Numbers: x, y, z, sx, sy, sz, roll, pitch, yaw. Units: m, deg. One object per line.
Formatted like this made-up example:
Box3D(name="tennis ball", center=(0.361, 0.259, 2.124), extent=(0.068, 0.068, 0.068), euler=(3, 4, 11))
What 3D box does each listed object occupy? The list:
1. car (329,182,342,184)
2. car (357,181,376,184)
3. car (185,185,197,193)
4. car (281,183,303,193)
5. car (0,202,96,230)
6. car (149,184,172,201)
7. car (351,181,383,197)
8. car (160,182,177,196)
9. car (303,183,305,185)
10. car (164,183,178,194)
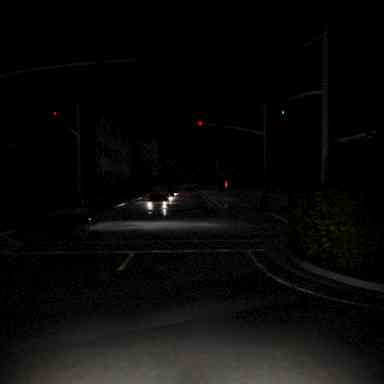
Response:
Box3D(name="car", center=(25.304, -1.036, 59.485), extent=(2.152, 1.636, 5.027), euler=(-1, 2, 0))
Box3D(name="car", center=(19.013, -0.177, 34.214), extent=(1.905, 1.878, 3.866), euler=(-1, 2, 0))
Box3D(name="car", center=(-0.173, -0.547, 58.693), extent=(1.812, 1.442, 4.674), euler=(-1, 2, 0))
Box3D(name="car", center=(15.265, -0.527, 52.071), extent=(2.007, 1.523, 4.514), euler=(-1, 2, 0))
Box3D(name="car", center=(-7.570, 1.178, 17.378), extent=(4.718, 1.301, 1.895), euler=(-2, 3, 0))
Box3D(name="car", center=(-3.719, 0.161, 37.765), extent=(1.882, 1.535, 5.008), euler=(-1, 2, 0))
Box3D(name="car", center=(22.257, -0.463, 42.094), extent=(1.932, 1.855, 4.605), euler=(-1, 2, 0))
Box3D(name="car", center=(-3.747, -0.455, 48.292), extent=(2.150, 2.045, 5.566), euler=(-1, 2, -1))
Box3D(name="car", center=(18.889, -0.875, 59.132), extent=(1.970, 1.475, 3.806), euler=(-1, 2, 0))
Box3D(name="car", center=(-3.724, -0.680, 58.661), extent=(2.097, 1.767, 4.553), euler=(-1, 2, 0))
